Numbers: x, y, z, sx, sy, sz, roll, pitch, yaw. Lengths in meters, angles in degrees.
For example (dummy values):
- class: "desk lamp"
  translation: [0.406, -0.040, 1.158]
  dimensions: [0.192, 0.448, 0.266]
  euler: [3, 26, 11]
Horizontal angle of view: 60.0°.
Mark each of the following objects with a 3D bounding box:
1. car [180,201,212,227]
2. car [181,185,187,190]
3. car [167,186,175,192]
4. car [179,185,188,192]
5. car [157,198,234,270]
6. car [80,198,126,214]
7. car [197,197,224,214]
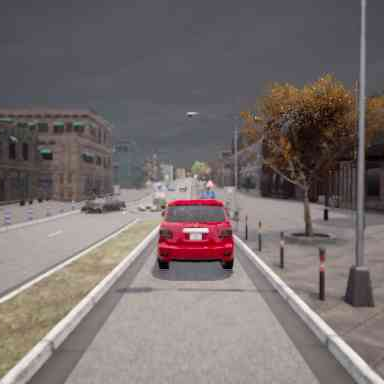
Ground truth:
- class: "car"
  translation: [0.408, 1.515, 24.155]
  dimensions: [2.033, 1.411, 5.357]
  euler: [0, 1, 4]
- class: "car"
  translation: [-2.277, -1.367, 95.098]
  dimensions: [1.812, 1.442, 4.674]
  euler: [0, 2, 0]
- class: "car"
  translation: [-5.263, -0.895, 85.329]
  dimensions: [1.882, 1.535, 5.008]
  euler: [0, 2, 0]
- class: "car"
  translation: [-2.258, -0.811, 81.774]
  dimensions: [1.812, 1.442, 4.674]
  euler: [0, 2, 0]
- class: "car"
  translation: [0.111, 1.245, 11.200]
  dimensions: [2.150, 2.045, 5.566]
  euler: [0, 0, 0]
- class: "car"
  translation: [-8.484, 1.302, 32.322]
  dimensions: [2.033, 1.411, 5.357]
  euler: [1, 2, 20]
- class: "car"
  translation: [1.786, 1.281, 33.632]
  dimensions: [1.994, 1.385, 4.181]
  euler: [0, 2, -6]
